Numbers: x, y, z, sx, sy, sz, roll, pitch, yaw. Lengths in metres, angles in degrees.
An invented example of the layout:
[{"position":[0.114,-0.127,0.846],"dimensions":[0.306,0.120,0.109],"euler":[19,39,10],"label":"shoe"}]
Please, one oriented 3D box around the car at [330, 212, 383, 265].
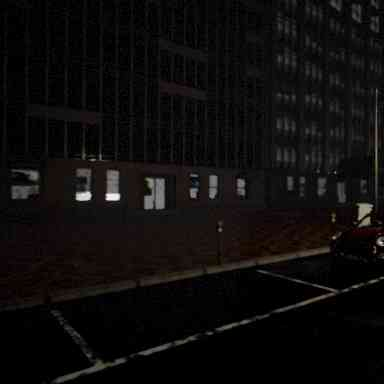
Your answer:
[{"position":[6.462,1.429,11.160],"dimensions":[4.097,1.590,1.967],"euler":[0,1,-36],"label":"car"}]
